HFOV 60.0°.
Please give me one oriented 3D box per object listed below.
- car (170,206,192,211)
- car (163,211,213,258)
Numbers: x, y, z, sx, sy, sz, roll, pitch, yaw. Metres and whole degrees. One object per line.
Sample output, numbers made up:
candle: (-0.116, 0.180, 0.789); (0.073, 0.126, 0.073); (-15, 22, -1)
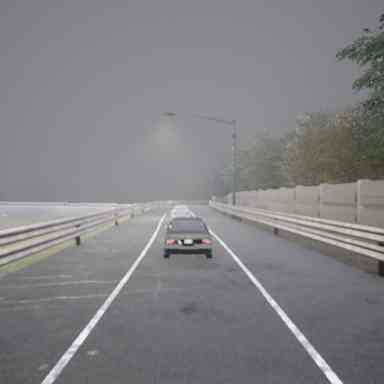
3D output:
car: (-0.995, 1.950, 30.064); (1.812, 1.442, 4.674); (0, -1, -3)
car: (-0.182, 1.743, 13.687); (2.033, 1.411, 5.357); (0, -1, -1)
